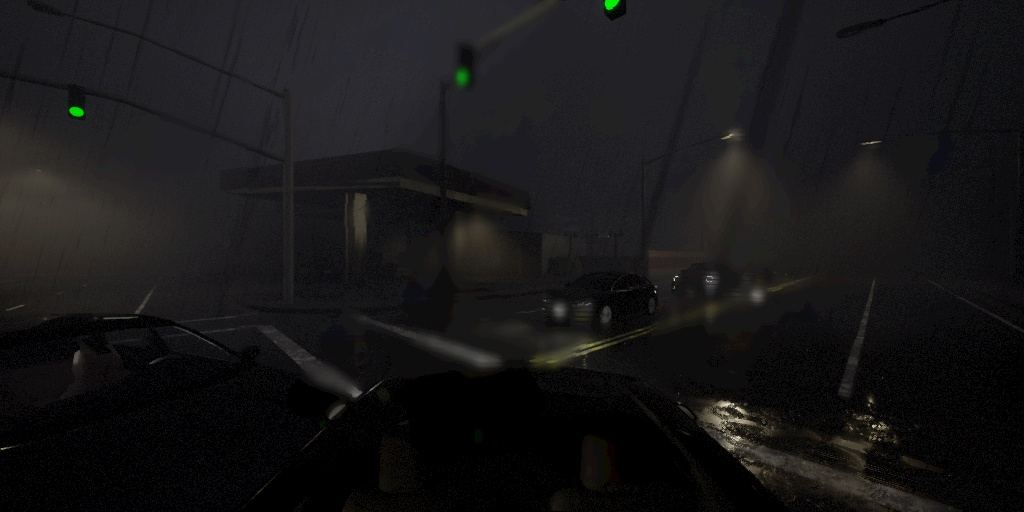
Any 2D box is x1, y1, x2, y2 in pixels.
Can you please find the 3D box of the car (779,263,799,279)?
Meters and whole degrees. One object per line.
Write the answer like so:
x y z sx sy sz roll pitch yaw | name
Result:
24.202 1.314 32.129 4.181 1.385 1.994 0 0 -44 | car

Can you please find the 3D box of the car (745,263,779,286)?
16.977 1.314 25.169 1.994 1.385 4.181 0 0 45 | car

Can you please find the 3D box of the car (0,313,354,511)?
-3.387 1.242 2.660 4.902 1.511 2.128 0 0 16 | car

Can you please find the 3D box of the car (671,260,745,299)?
9.960 1.102 18.350 4.553 1.767 2.097 0 0 -44 | car

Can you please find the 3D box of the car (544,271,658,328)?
3.032 1.255 11.595 4.892 1.490 1.837 0 0 -45 | car
